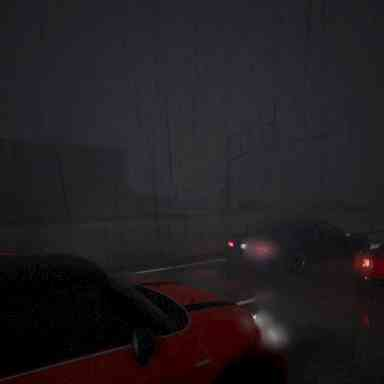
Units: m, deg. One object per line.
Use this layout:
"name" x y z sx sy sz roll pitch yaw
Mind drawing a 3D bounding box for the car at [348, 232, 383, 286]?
"car" 6.079 1.606 8.122 4.718 1.301 1.895 0 0 -35

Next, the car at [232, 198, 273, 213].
"car" 7.116 1.563 38.196 2.033 1.411 5.357 0 0 -21

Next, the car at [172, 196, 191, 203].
"car" -2.334 1.574 70.404 1.994 1.385 4.181 0 0 -36

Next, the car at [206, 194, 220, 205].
"car" 1.917 1.567 58.469 2.033 1.411 5.357 0 0 -36

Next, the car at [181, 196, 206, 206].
"car" -0.596 1.565 55.968 2.033 1.411 5.357 0 0 -36

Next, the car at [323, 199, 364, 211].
"car" 18.725 1.585 41.325 1.994 1.385 4.181 0 0 -36

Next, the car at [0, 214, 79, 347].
"car" -4.310 1.352 4.972 4.553 1.767 2.097 0 0 -35

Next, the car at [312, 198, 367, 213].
"car" 14.973 1.495 34.587 1.882 1.535 5.008 0 0 -36

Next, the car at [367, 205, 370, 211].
"car" 17.256 1.497 37.396 1.882 1.535 5.008 0 0 -36

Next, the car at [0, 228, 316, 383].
"car" -1.251 1.352 2.854 4.553 1.767 2.097 0 0 -35

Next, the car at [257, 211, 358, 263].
"car" 3.507 1.552 10.593 5.357 1.411 2.033 0 0 -35

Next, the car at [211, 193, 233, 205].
"car" 5.293 1.242 59.793 2.150 2.045 5.566 0 0 -36

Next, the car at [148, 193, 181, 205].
"car" -4.647 1.237 55.579 2.150 2.045 5.566 0 0 -35
